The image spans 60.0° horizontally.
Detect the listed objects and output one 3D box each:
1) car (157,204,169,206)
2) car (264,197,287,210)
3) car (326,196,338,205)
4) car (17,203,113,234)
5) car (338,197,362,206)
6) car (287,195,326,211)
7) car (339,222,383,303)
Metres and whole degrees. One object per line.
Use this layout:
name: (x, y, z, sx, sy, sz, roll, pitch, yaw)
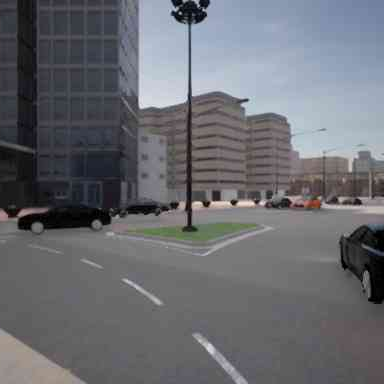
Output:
car: (-4.121, 1.113, 25.143, 5.357, 1.411, 2.033, 0, 0, -41)
car: (10.682, 1.384, 40.844, 1.837, 1.490, 4.892, 0, 0, 42)
car: (22.139, 1.350, 53.626, 1.837, 1.490, 4.892, 0, 1, 42)
car: (-7.090, 1.414, 18.875, 5.008, 1.535, 1.882, 0, 0, -31)
car: (24.664, 1.419, 51.213, 1.994, 1.385, 4.181, 0, 0, 42)
car: (13.252, 1.240, 38.466, 2.097, 1.767, 4.553, 0, 0, 42)
car: (4.832, 1.455, 7.916, 1.882, 1.535, 5.008, 0, 0, 15)
